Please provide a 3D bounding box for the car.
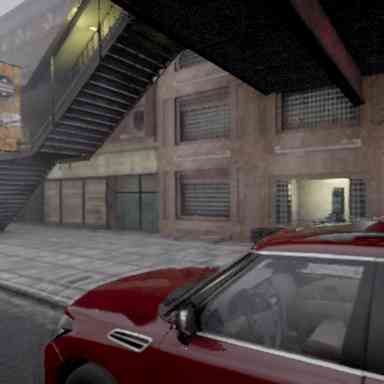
[{"bbox_3d":[1.276,1.227,2.413,5.566,2.045,2.435,-1,0,35],"label":"car"}]
